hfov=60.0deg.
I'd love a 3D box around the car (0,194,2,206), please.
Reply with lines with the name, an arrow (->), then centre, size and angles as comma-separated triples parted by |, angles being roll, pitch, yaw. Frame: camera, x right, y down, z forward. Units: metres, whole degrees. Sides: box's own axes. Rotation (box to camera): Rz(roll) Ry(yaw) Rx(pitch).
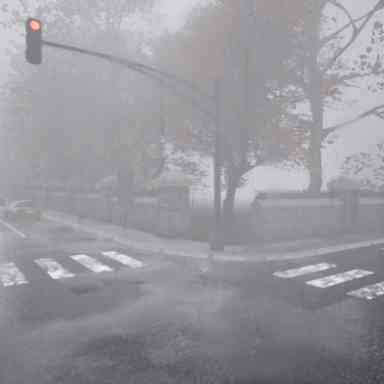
car -> -20.839, 0.860, 35.277 | 2.008, 1.369, 4.403 | 1, 0, -36

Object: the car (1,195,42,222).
car -> -11.165, 1.126, 21.983 | 1.752, 1.417, 4.829 | 1, 0, -36
